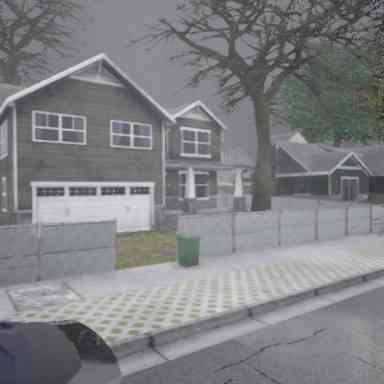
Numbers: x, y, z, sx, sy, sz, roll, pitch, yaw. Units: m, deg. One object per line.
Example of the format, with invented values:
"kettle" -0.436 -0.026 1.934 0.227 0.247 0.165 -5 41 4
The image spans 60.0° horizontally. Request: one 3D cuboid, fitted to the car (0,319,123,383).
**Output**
"car" -2.602 1.498 1.213 4.902 1.511 2.128 0 0 -36
